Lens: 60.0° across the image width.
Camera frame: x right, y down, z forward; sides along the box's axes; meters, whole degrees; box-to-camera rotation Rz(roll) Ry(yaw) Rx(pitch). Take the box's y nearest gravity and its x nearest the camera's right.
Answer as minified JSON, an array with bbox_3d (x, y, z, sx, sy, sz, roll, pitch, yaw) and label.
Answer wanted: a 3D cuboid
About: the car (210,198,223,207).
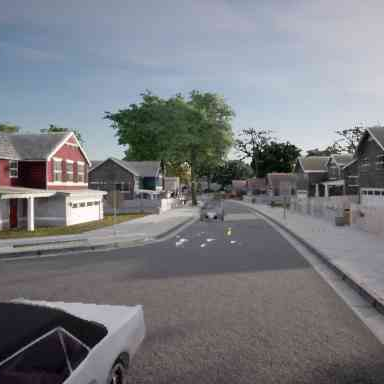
[{"bbox_3d":[3.848,1.645,52.254,1.994,1.385,4.181,0,0,4],"label":"car"}]

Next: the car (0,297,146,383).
[{"bbox_3d":[-1.863,1.601,2.027,1.895,1.301,4.718,0,0,10],"label":"car"}]

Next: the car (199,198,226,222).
[{"bbox_3d":[1.698,1.523,26.796,2.128,1.511,4.902,0,0,7],"label":"car"}]
